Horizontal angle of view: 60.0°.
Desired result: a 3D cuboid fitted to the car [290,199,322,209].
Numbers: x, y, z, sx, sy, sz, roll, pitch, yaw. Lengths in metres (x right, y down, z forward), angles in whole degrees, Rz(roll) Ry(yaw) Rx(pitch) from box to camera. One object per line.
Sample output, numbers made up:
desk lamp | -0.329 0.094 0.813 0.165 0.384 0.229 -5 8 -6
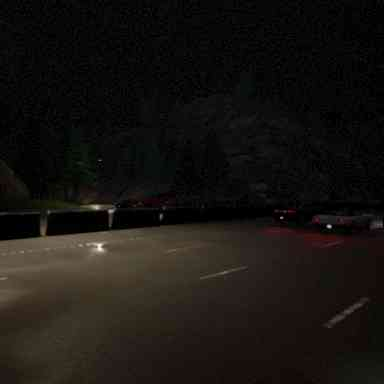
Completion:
car | 16.142 1.685 46.871 5.357 1.411 2.033 2 -1 -45

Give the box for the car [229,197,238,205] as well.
car | 5.161 1.475 50.747 4.674 1.442 1.812 2 -1 -45

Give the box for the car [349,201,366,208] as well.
car | 35.316 2.700 71.008 1.895 1.301 4.718 0 -2 45

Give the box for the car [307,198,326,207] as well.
car | 27.202 2.269 72.775 2.097 1.767 4.553 0 -2 45

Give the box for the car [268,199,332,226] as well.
car | 7.465 1.451 23.026 2.128 1.511 4.902 0 0 45

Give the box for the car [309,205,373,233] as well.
car | 9.032 1.577 19.637 1.895 1.301 4.718 0 0 45

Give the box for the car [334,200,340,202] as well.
car | 25.905 2.194 61.548 2.033 1.411 5.357 0 -2 45

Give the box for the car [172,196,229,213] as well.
car | 0.903 1.408 31.601 2.128 1.511 4.902 0 0 45

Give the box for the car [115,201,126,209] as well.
car | -6.784 1.434 38.760 1.994 1.385 4.181 0 0 45

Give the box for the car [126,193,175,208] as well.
car | -4.028 1.108 36.569 2.150 2.045 5.566 0 0 45

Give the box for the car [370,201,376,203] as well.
car | 37.551 2.589 68.291 1.882 1.535 5.008 0 -2 45

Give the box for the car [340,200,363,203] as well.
car | 28.828 2.250 59.524 1.994 1.385 4.181 0 -2 45

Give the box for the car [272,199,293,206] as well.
car | 17.111 1.987 62.656 4.181 1.385 1.994 3 -2 -45

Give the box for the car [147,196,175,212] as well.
car | -1.901 1.426 33.745 1.812 1.442 4.674 0 0 45

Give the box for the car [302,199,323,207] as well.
car | 23.117 2.116 63.708 1.837 1.490 4.892 0 -2 45

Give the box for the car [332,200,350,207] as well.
car | 33.153 2.579 73.796 1.882 1.535 5.008 0 -2 45

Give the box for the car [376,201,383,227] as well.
car | 11.901 1.219 17.560 2.150 2.045 5.566 0 0 45
